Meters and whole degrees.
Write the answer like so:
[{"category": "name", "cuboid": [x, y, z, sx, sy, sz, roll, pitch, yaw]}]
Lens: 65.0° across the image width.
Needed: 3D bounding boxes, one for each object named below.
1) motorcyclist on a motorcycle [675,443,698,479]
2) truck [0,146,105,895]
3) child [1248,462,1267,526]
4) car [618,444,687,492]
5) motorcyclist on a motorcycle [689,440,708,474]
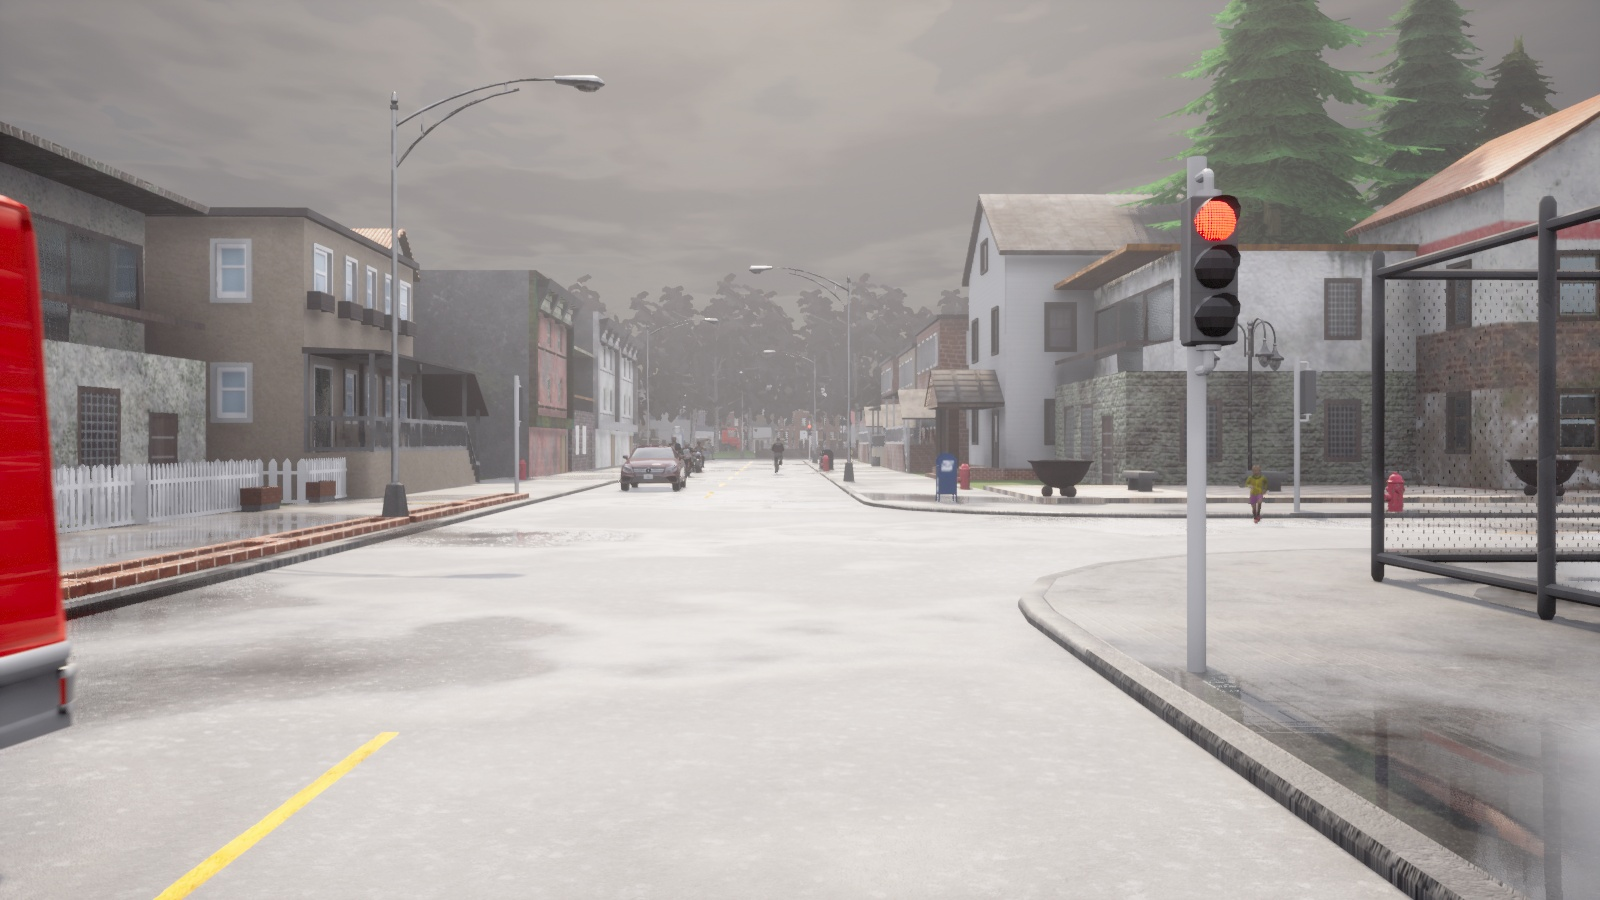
[{"category": "motorcyclist on a motorcycle", "cuboid": [-4.953, 0.467, 55.038, 0.866, 1.530, 2.191, 0, 0, -1]}, {"category": "truck", "cuboid": [-3.980, 0.244, 2.157, 2.627, 2.467, 5.204, 0, 0, 1]}, {"category": "child", "cuboid": [8.340, 0.794, 22.905, 0.299, 1.160, 0.473, 0, 0, 18]}, {"category": "car", "cuboid": [-4.703, 0.539, 40.702, 1.812, 1.442, 4.674, 0, 0, -2]}, {"category": "motorcyclist on a motorcycle", "cuboid": [-5.101, 0.336, 63.268, 0.766, 1.649, 2.350, 0, 0, -1]}]
